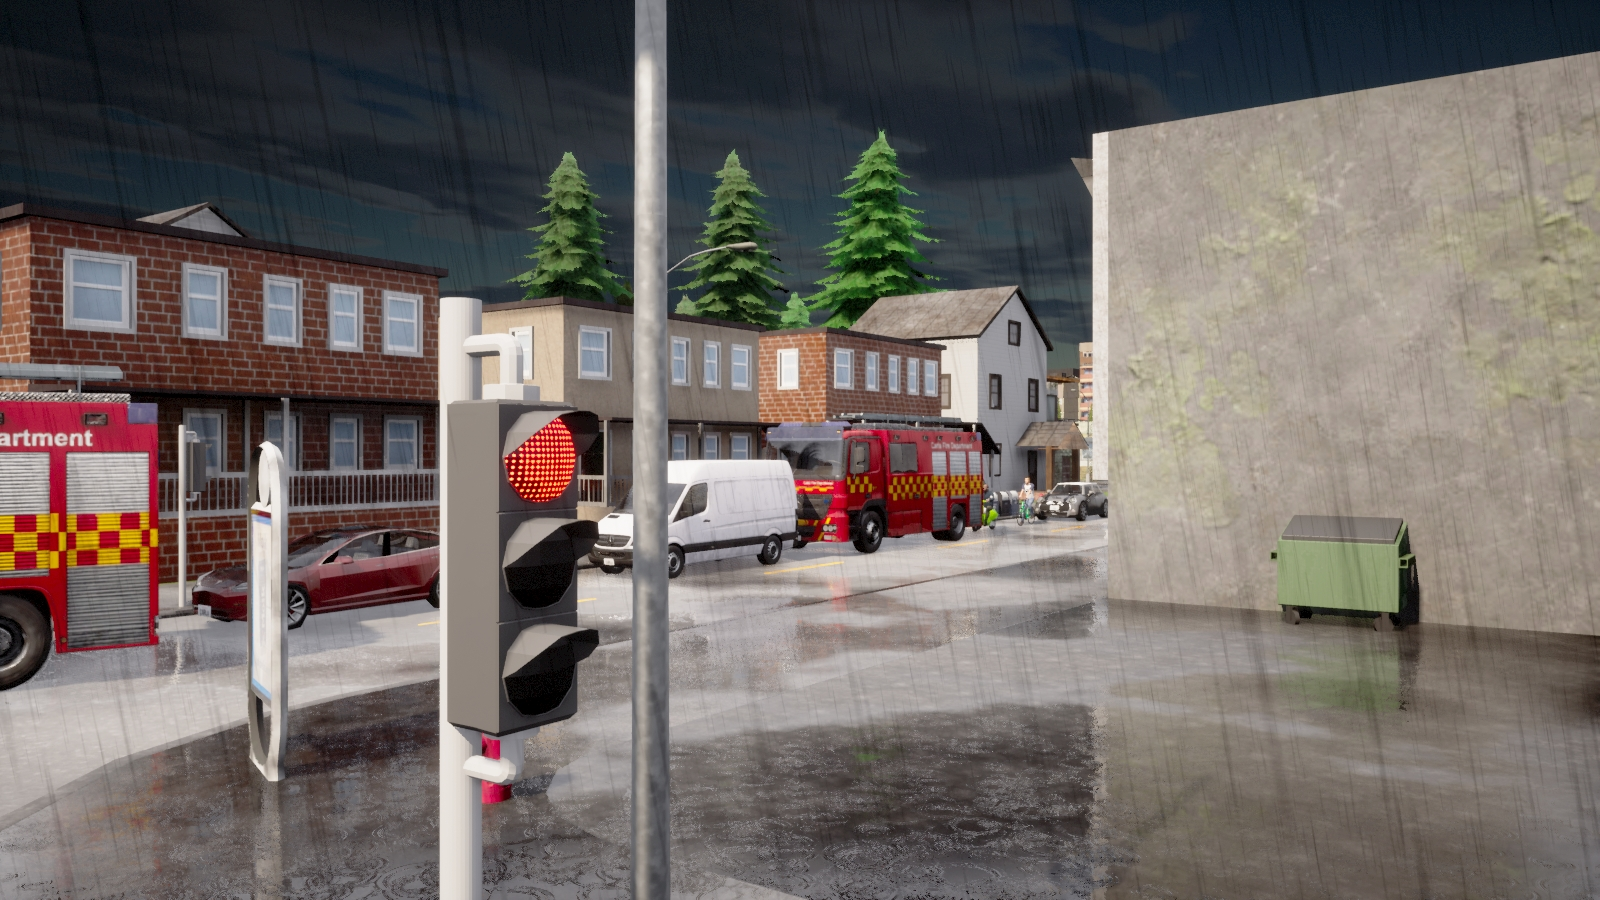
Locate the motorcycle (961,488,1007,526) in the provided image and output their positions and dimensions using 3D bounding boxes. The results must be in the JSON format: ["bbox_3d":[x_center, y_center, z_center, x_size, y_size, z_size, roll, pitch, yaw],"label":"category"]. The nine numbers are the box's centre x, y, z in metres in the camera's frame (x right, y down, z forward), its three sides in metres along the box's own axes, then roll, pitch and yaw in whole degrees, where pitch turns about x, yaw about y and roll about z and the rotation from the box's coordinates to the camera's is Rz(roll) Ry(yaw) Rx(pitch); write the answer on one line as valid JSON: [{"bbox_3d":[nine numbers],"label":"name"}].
[{"bbox_3d":[6.398,1.954,39.613,0.856,1.236,1.805,0,0,35],"label":"motorcycle"}]

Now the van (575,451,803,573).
[{"bbox_3d":[-2.442,1.307,26.996,1.988,2.561,5.915,0,0,35],"label":"van"}]

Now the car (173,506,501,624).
[{"bbox_3d":[-7.706,1.835,19.492,2.163,1.488,4.792,0,0,35],"label":"car"}]

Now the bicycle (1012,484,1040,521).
[{"bbox_3d":[8.406,1.928,42.476,0.373,1.296,1.643,0,0,35],"label":"bicycle"}]

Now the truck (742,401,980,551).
[{"bbox_3d":[2.054,0.663,33.403,2.891,3.827,8.468,0,0,35],"label":"truck"}]

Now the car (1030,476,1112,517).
[{"bbox_3d":[11.003,1.837,46.179,1.970,1.475,3.806,0,0,35],"label":"car"}]

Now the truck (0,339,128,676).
[{"bbox_3d":[-12.371,0.662,12.538,8.468,3.827,2.891,0,0,-33],"label":"truck"}]
